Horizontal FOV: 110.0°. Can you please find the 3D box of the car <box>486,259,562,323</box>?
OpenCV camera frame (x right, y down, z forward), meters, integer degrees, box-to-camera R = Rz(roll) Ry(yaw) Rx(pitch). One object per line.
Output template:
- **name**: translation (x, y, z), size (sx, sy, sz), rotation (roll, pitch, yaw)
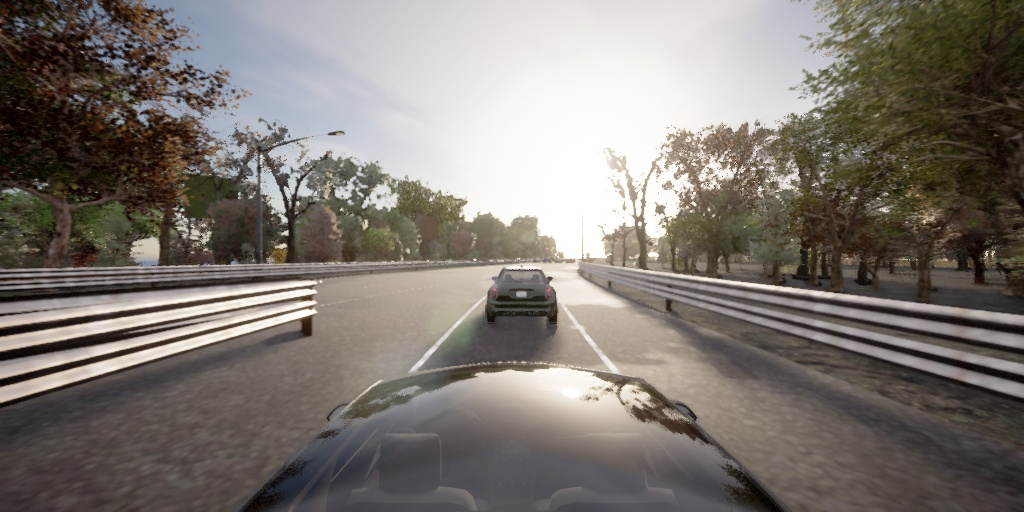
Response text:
- **car**: translation (0.349, 1.098, 12.249), size (2.097, 1.767, 4.553), rotation (0, 0, 2)
